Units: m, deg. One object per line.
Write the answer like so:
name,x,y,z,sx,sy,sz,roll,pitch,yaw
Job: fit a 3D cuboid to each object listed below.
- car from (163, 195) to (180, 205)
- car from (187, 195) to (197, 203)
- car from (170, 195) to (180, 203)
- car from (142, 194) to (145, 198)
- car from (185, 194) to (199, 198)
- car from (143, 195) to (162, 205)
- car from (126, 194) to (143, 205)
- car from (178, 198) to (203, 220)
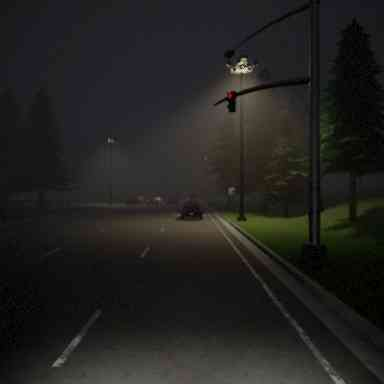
car,-3.533,1.626,59.743,1.994,1.385,4.181,0,0,0
car,-0.039,1.445,69.749,2.033,1.411,5.357,0,0,0
car,-3.539,1.383,69.747,1.882,1.535,5.008,0,0,0
car,-10.539,1.260,69.713,2.097,1.767,4.553,0,0,0
car,-0.033,1.283,59.359,2.150,2.045,5.566,0,0,0
car,-7.033,1.663,59.771,1.895,1.301,4.718,0,0,0
car,-10.533,1.609,59.323,2.033,1.411,5.357,0,0,0
car,-0.016,1.556,28.716,1.812,1.442,4.674,0,0,0
